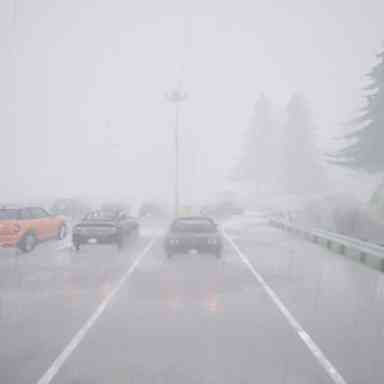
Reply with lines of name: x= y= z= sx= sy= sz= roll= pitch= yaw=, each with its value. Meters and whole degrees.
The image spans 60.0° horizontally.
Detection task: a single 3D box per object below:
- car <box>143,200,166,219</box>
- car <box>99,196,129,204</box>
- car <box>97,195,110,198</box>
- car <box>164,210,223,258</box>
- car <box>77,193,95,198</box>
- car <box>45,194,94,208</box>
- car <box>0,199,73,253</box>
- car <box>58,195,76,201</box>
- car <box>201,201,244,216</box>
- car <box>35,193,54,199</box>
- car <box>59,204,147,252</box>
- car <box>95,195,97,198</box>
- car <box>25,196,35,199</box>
car: x=-3.461 y=1.477 z=29.200 sx=1.837 sy=1.490 sz=4.892 roll=0 pitch=1 yaw=0
car: x=-6.959 y=1.446 z=30.666 sx=1.882 sy=1.535 sz=5.008 roll=0 pitch=0 yaw=0
car: x=-20.563 y=1.463 z=79.944 sx=1.994 sy=1.385 sz=4.181 roll=0 pitch=0 yaw=7
car: x=0.062 y=1.588 z=12.652 sx=1.895 sy=1.301 sz=4.718 roll=0 pitch=0 yaw=0
car: x=-21.131 y=1.158 z=64.062 sx=2.150 sy=2.045 sz=5.566 roll=0 pitch=0 yaw=0
car: x=-10.465 y=1.322 z=28.795 sx=2.097 sy=1.767 sz=4.553 roll=0 pitch=0 yaw=0
car: x=-6.934 y=1.337 z=13.795 sx=2.097 sy=1.767 sz=4.553 roll=0 pitch=0 yaw=0
car: x=-30.848 y=1.422 z=82.160 sx=2.128 sy=1.511 sz=4.902 roll=0 pitch=0 yaw=7
car: x=2.678 y=1.495 z=29.456 sx=1.812 sy=1.442 sz=4.674 roll=-2 pitch=-1 yaw=43
car: x=-28.129 y=1.159 z=65.533 sx=2.150 sy=2.045 sz=5.566 roll=0 pitch=0 yaw=0
car: x=-3.433 y=1.478 z=13.948 sx=2.128 sy=1.511 sz=4.902 roll=0 pitch=0 yaw=0
car: x=-23.990 y=1.396 z=80.668 sx=1.837 sy=1.490 sz=4.892 roll=0 pitch=0 yaw=7
car: x=-31.631 y=1.473 z=66.310 sx=2.033 sy=1.411 sz=5.357 roll=0 pitch=0 yaw=0
